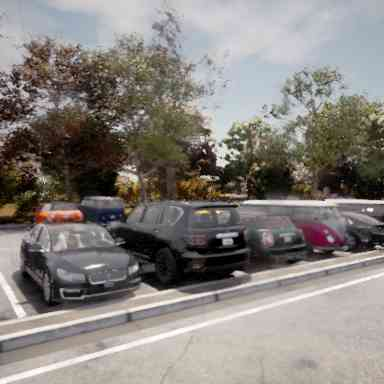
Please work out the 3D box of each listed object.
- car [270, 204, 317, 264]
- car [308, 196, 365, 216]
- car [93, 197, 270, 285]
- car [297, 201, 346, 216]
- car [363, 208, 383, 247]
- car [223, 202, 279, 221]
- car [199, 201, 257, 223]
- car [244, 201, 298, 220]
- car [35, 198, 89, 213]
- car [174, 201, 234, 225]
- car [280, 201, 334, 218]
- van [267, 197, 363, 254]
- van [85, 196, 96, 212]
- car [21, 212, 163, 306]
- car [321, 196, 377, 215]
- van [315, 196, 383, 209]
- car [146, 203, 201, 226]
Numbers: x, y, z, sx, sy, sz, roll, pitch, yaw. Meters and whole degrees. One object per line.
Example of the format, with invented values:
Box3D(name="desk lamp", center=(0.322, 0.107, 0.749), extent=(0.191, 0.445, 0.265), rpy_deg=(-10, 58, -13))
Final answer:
Box3D(name="car", center=(1.597, 1.406, 11.542), extent=(2.185, 1.767, 4.553), rpy_deg=(1, 0, -36))
Box3D(name="car", center=(16.586, 1.546, 38.368), extent=(2.435, 2.045, 5.566), rpy_deg=(1, -1, -36))
Box3D(name="car", center=(-0.716, 1.259, 9.962), extent=(2.435, 2.045, 5.566), rpy_deg=(1, 0, -36))
Box3D(name="car", center=(14.204, 1.804, 36.694), extent=(2.002, 1.452, 4.674), rpy_deg=(1, 0, -36))
Box3D(name="car", center=(6.142, 1.582, 14.825), extent=(2.231, 1.521, 4.892), rpy_deg=(1, 0, -36))
Box3D(name="car", center=(5.266, 1.685, 30.257), extent=(2.163, 1.488, 4.792), rpy_deg=(1, 0, -36))
Box3D(name="car", center=(2.988, 1.631, 28.655), extent=(2.097, 1.535, 5.008), rpy_deg=(1, 0, -36))
Box3D(name="car", center=(7.496, 1.710, 31.926), extent=(2.163, 1.488, 4.792), rpy_deg=(1, 0, -36))
Box3D(name="car", center=(-8.319, 1.384, 20.532), extent=(2.185, 1.767, 4.553), rpy_deg=(1, 0, -36))
Box3D(name="car", center=(0.828, 1.603, 26.886), extent=(1.946, 1.575, 5.366), rpy_deg=(1, 0, -36))
Box3D(name="car", center=(12.043, 1.736, 35.142), extent=(2.097, 1.535, 5.008), rpy_deg=(1, 0, -36))
Box3D(name="van", center=(3.927, 1.331, 13.105), extent=(1.878, 1.987, 4.442), rpy_deg=(1, 0, -36))
Box3D(name="van", center=(-6.142, 1.306, 22.269), extent=(1.878, 1.987, 4.442), rpy_deg=(1, 0, -36))
Box3D(name="car", center=(-2.987, 1.490, 8.313), extent=(2.231, 1.521, 4.892), rpy_deg=(1, 0, -36))
Box3D(name="car", center=(18.749, 1.578, 39.918), extent=(2.435, 2.045, 5.566), rpy_deg=(1, 0, -36))
Box3D(name="van", center=(8.351, 1.380, 16.557), extent=(1.878, 1.987, 4.442), rpy_deg=(1, 0, -36))
Box3D(name="car", center=(-1.544, 1.621, 25.414), extent=(2.002, 1.452, 4.674), rpy_deg=(1, 0, -36))
